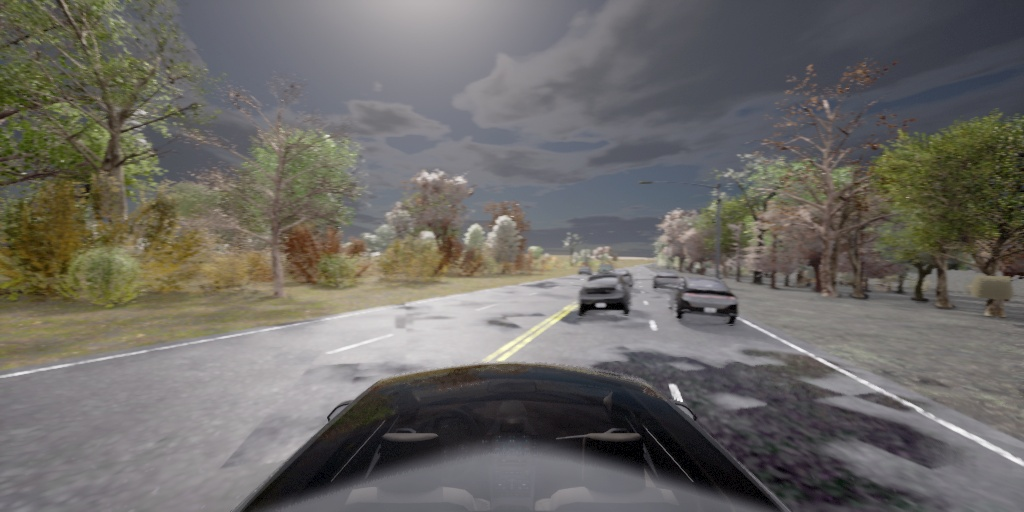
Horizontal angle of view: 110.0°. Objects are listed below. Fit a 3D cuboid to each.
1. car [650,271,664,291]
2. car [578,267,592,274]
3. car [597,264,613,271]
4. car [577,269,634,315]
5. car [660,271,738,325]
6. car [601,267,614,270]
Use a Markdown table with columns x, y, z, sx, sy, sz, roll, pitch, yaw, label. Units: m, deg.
| x | y | z | sx | sy | sz | roll | pitch | yaw | label |
| --- | --- | --- | --- | --- | --- | --- | --- | --- | --- |
| 11.868 | 1.905 | 27.768 | 2.128 | 1.511 | 4.902 | 3 | 0 | 19 | car |
| 11.909 | 2.458 | 58.239 | 1.837 | 1.490 | 4.892 | 1 | -1 | 20 | car |
| 14.959 | 2.238 | 57.096 | 2.150 | 2.045 | 5.566 | 1 | -1 | 20 | car |
| 3.857 | 1.500 | 14.696 | 1.837 | 1.490 | 4.892 | -4 | -2 | 19 | car |
| 7.051 | 1.552 | 13.589 | 2.128 | 1.511 | 4.902 | 3 | 0 | 19 | car |
| 8.713 | 1.834 | 28.857 | 2.128 | 1.511 | 4.902 | -4 | -3 | 19 | car |
